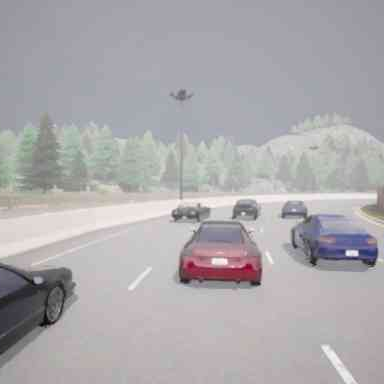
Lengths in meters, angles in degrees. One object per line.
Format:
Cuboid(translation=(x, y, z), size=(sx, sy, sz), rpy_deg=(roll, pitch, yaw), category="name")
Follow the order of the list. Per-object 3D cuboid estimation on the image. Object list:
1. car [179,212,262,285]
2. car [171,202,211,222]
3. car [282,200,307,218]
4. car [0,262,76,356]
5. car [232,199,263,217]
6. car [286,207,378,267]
Cuboid(translation=(0.828, 1.483, 9.327), size=(1.994, 1.385, 4.181), rpy_deg=(0, 1, 6), category="car")
Cuboid(translation=(0.093, 1.386, 24.089), size=(1.895, 1.301, 4.718), rpy_deg=(0, 1, 15), category="car")
Cuboid(translation=(8.552, 1.353, 27.627), size=(1.994, 1.385, 4.181), rpy_deg=(0, 1, 19), category="car")
Cuboid(translation=(-3.214, 1.499, 3.867), size=(2.033, 1.411, 5.357), rpy_deg=(0, 1, 3), category="car")
Cuboid(translation=(4.391, 1.289, 26.213), size=(1.837, 1.490, 4.892), rpy_deg=(0, 0, 17), category="car")
Cuboid(translation=(4.545, 1.444, 11.116), size=(1.812, 1.442, 4.674), rpy_deg=(0, 0, 7), category="car")
